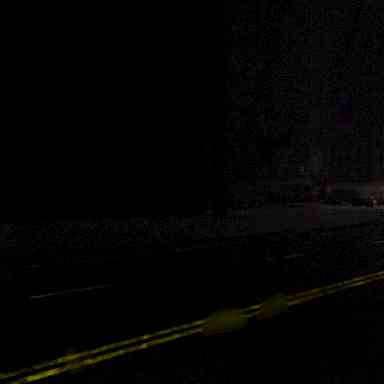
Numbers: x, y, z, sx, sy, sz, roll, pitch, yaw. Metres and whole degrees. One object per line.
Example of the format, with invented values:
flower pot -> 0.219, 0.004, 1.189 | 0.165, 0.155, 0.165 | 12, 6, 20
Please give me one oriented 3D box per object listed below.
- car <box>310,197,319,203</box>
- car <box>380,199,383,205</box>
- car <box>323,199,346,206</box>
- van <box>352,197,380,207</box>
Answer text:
car -> 27.442, 1.891, 77.454 | 1.802, 1.307, 4.206 | 0, 0, -35
car -> 37.268, 1.970, 63.646 | 1.947, 1.339, 4.313 | 0, 0, -35
car -> 27.047, 1.990, 63.305 | 1.802, 1.307, 4.206 | 0, 0, -35
van -> 30.323, 1.779, 58.701 | 1.690, 1.788, 3.998 | 0, 0, -35
